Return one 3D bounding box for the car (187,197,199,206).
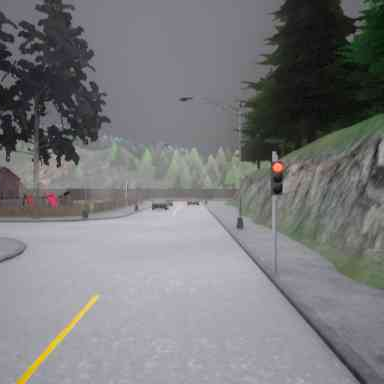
[{"bbox_3d":[0.203,1.601,56.780,1.994,1.385,4.181,0,0,0],"label":"car"}]

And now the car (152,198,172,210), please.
[{"bbox_3d":[-4.020,1.506,42.814,1.882,1.535,5.008,0,0,0],"label":"car"}]
